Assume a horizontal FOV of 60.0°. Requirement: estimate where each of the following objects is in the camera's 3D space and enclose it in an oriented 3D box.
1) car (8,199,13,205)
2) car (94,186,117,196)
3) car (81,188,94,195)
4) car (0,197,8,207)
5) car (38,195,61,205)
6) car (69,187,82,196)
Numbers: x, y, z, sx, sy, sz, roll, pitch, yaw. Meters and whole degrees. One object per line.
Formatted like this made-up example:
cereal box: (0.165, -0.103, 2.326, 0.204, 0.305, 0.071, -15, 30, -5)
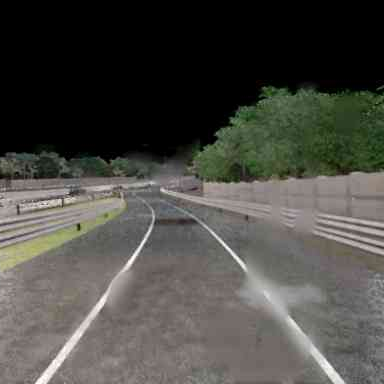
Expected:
car: (-31.388, 1.468, 54.365, 1.812, 1.442, 4.674, 0, 3, 9)
car: (-20.524, 0.108, 78.968, 2.033, 1.411, 5.357, 0, 3, 9)
car: (-23.982, 0.109, 79.504, 1.994, 1.385, 4.181, 0, 3, 9)
car: (-28.987, 1.832, 46.941, 2.128, 1.511, 4.902, 0, 3, 9)
car: (-24.011, 1.302, 56.274, 1.837, 1.490, 4.892, 0, 3, 9)
car: (-27.436, -0.232, 80.066, 2.150, 2.045, 5.566, 0, 3, 9)
